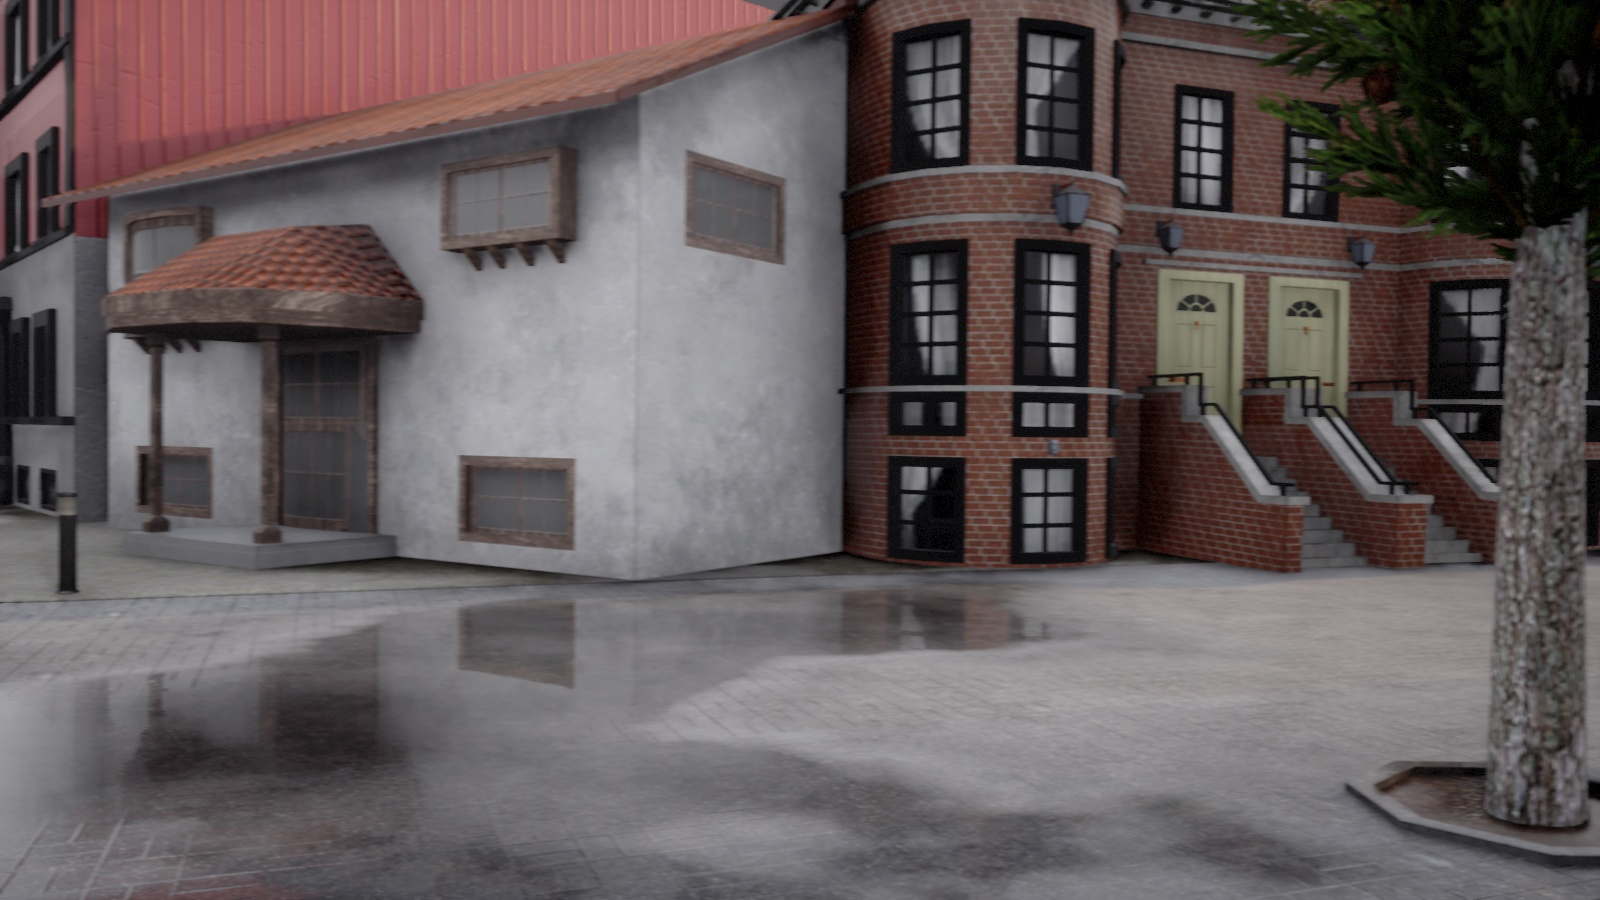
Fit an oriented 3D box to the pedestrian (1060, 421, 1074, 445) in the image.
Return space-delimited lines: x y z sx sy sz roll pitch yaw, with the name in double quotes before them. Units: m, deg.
"pedestrian" 20.617 -1.298 96.900 0.634 1.844 0.899 -1 1 -21
